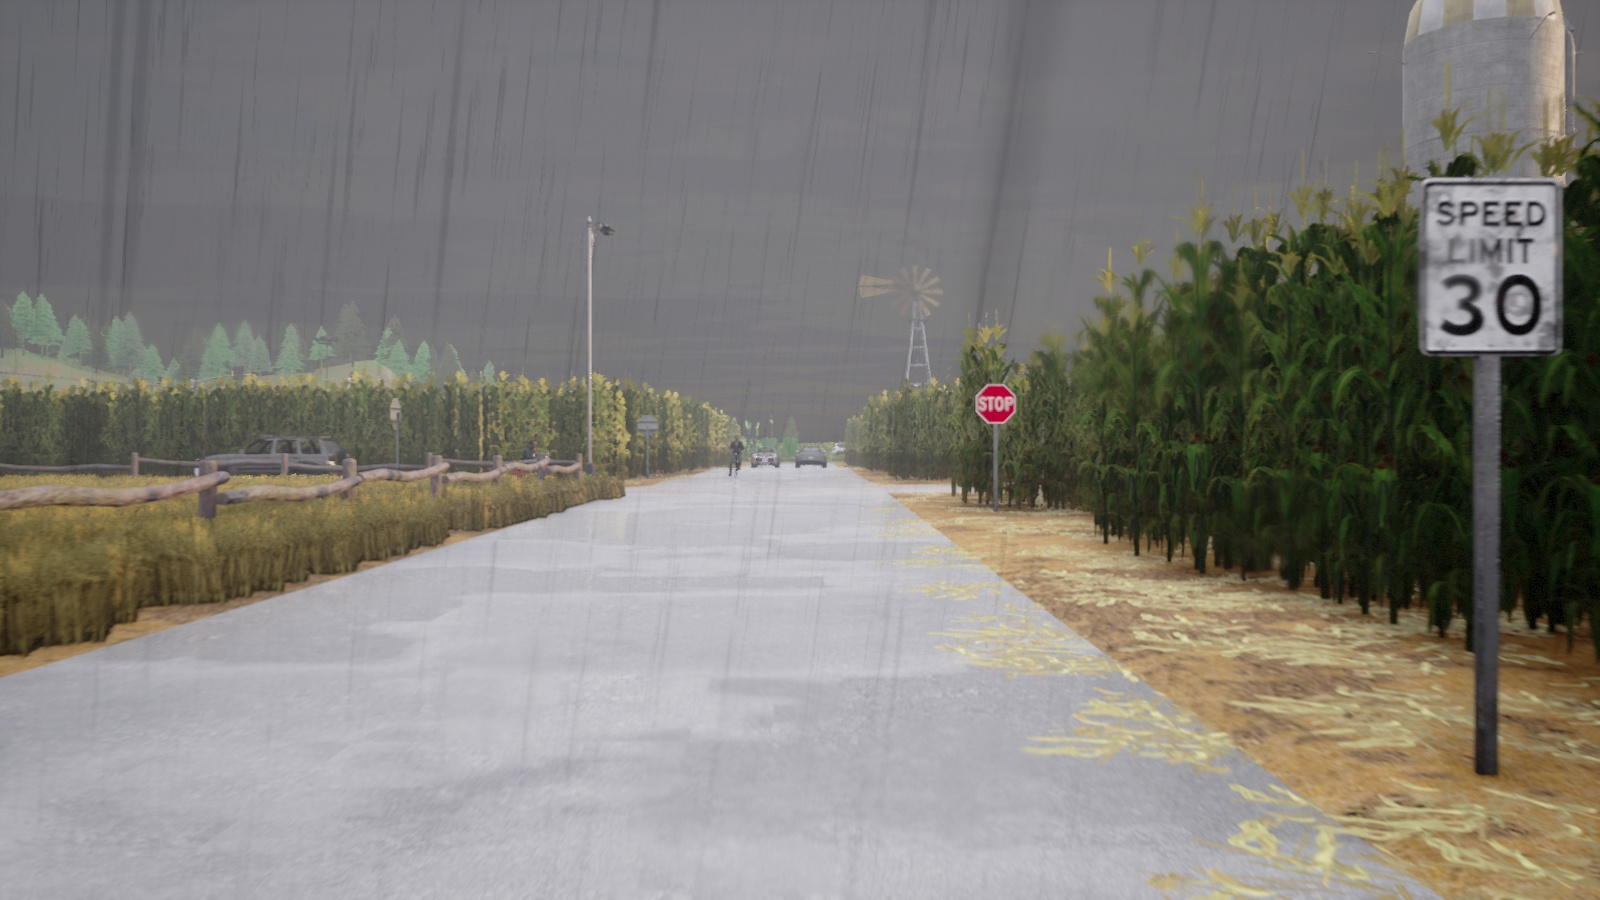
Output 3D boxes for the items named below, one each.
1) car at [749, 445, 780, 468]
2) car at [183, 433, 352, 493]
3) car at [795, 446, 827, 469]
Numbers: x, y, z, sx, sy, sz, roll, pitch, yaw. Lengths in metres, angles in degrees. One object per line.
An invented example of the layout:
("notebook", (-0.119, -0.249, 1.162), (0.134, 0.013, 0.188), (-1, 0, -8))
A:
("car", (-2.368, 0.451, 85.479), (1.970, 1.475, 3.806), (0, -1, 0))
("car", (-17.021, 0.418, 40.309), (4.605, 1.855, 1.932), (0, 0, 0))
("car", (0.690, 0.497, 80.446), (1.994, 1.385, 4.181), (0, -1, 0))
